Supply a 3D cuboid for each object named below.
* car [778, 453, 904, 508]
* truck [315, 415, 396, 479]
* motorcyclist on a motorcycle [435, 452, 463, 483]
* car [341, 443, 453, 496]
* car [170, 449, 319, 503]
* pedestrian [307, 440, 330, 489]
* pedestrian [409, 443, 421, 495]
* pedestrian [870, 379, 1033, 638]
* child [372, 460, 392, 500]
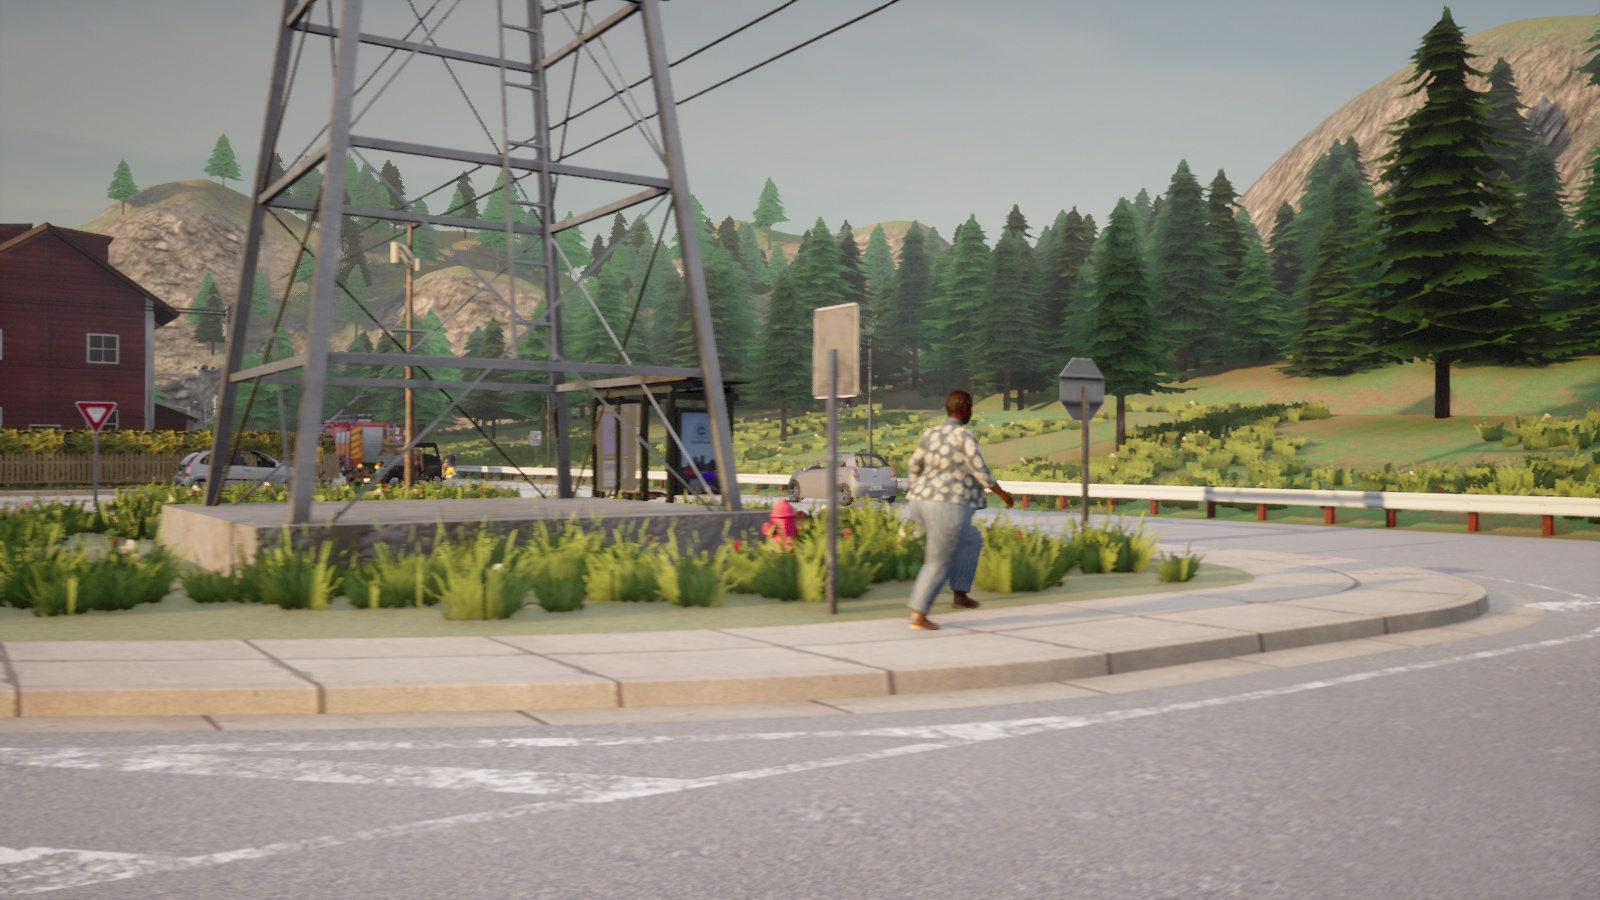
[{"bbox_3d":[1.119,0.837,36.119,1.845,1.501,3.633,0,0,-34],"label":"car"},{"bbox_3d":[-28.587,-0.170,80.446,2.891,3.827,8.468,0,0,-34],"label":"truck"},{"bbox_3d":[-18.158,0.888,64.882,0.866,1.590,1.817,0,0,-34],"label":"motorcyclist on a motorcycle"},{"bbox_3d":[-14.951,0.679,46.781,1.905,1.878,3.866,0,0,22],"label":"car"},{"bbox_3d":[-17.441,0.774,39.469,3.988,1.617,1.851,0,0,-36],"label":"car"},{"bbox_3d":[-18.279,0.551,47.707,0.370,1.835,0.726,0,0,38],"label":"pedestrian"},{"bbox_3d":[-13.424,0.661,43.833,0.328,1.805,0.869,0,0,-13],"label":"pedestrian"},{"bbox_3d":[1.142,0.419,9.591,0.900,1.855,0.874,0,0,-26],"label":"pedestrian"},{"bbox_3d":[-12.677,0.896,38.065,0.343,1.192,0.448,0,0,35],"label":"child"}]
